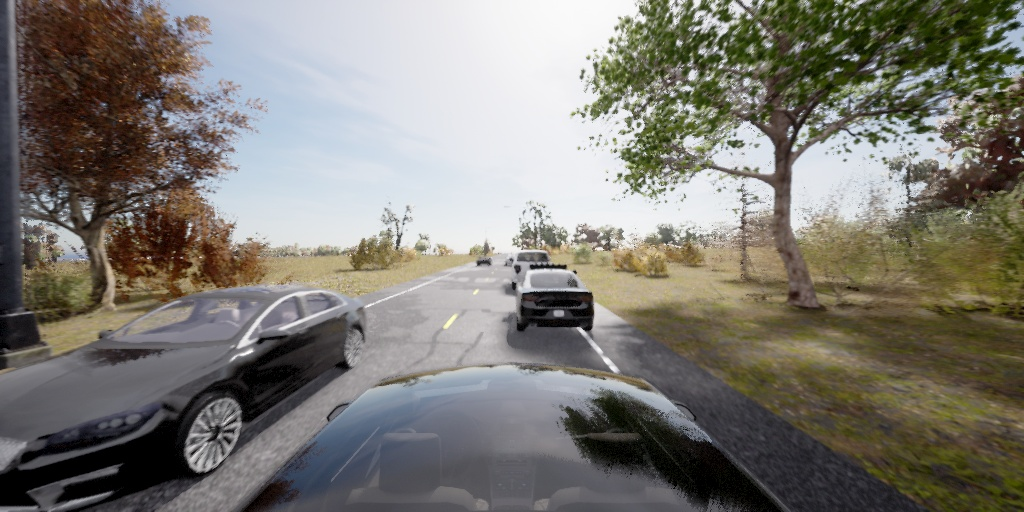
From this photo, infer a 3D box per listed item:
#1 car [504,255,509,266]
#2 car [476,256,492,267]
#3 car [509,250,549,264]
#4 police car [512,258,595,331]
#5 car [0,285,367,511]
[{"bbox_3d":[0.037,0.538,48.491,1.812,1.442,4.674,0,1,1],"label":"car"},{"bbox_3d":[-3.574,0.647,46.361,1.895,1.301,4.718,0,1,0],"label":"car"},{"bbox_3d":[1.052,0.679,20.509,2.150,2.045,5.566,0,1,0],"label":"car"},{"bbox_3d":[1.050,1.036,10.592,1.930,1.638,5.238,0,1,0],"label":"police car"},{"bbox_3d":[-3.599,1.194,4.739,2.128,1.511,4.902,0,1,0],"label":"car"}]
